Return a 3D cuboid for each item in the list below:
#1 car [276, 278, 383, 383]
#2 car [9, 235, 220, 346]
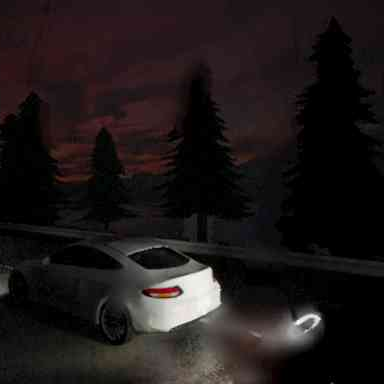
[{"bbox_3d":[3.109,1.351,2.928,4.553,1.767,2.097,0,0,36],"label":"car"},{"bbox_3d":[-1.678,1.566,6.408,4.674,1.442,1.812,0,0,37],"label":"car"}]
